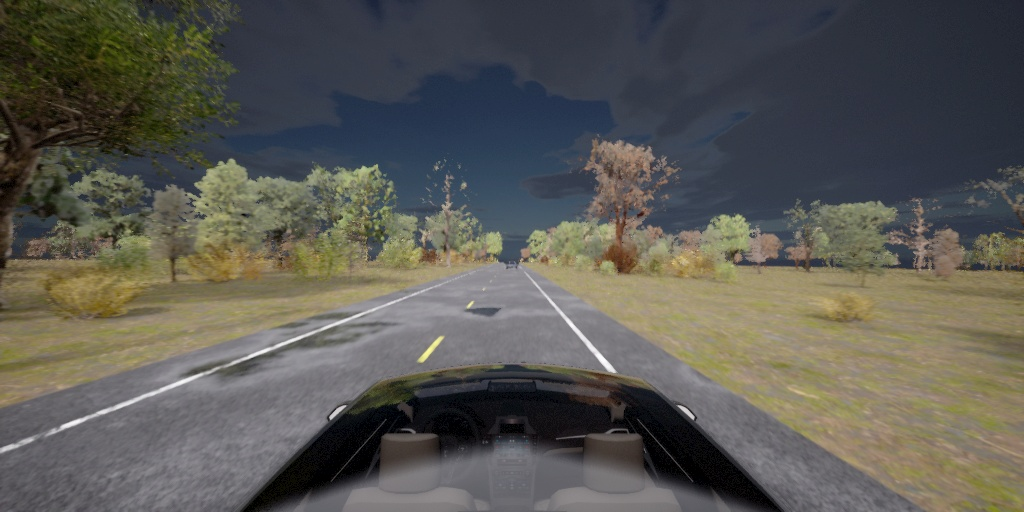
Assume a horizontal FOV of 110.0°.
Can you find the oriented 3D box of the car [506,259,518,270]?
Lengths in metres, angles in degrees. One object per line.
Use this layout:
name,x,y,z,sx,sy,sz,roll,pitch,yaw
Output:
car,0.021,1.319,56.889,2.033,1.649,4.856,0,0,0
